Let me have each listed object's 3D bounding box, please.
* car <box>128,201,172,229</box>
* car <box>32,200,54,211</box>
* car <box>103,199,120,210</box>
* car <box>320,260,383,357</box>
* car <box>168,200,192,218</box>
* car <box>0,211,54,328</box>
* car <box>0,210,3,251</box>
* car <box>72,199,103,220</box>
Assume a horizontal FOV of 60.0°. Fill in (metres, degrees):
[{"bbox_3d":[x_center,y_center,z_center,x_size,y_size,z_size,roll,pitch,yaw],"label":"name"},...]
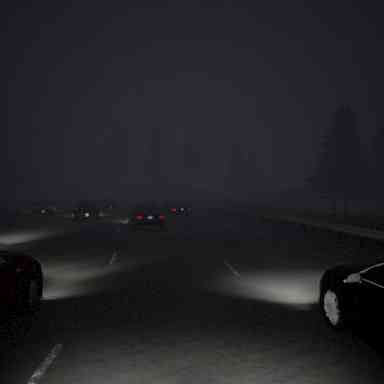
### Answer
[{"bbox_3d":[-2.937,1.444,20.870,2.033,1.411,5.357,0,0,-15],"label":"car"},{"bbox_3d":[-14.490,1.467,32.335,1.895,1.301,4.718,0,0,-25],"label":"car"},{"bbox_3d":[-9.893,1.422,38.649,1.895,1.301,4.718,0,0,-27],"label":"car"},{"bbox_3d":[3.209,1.475,3.901,1.837,1.490,4.892,0,0,-2],"label":"car"},{"bbox_3d":[-1.566,1.401,28.341,2.033,1.411,5.357,0,0,-19],"label":"car"},{"bbox_3d":[-3.831,1.337,4.546,2.097,1.767,4.553,0,0,-3],"label":"car"},{"bbox_3d":[-7.904,1.459,10.023,2.128,1.511,4.902,0,0,-8],"label":"car"},{"bbox_3d":[-8.533,1.387,26.842,1.837,1.490,4.892,0,1,-19],"label":"car"}]
